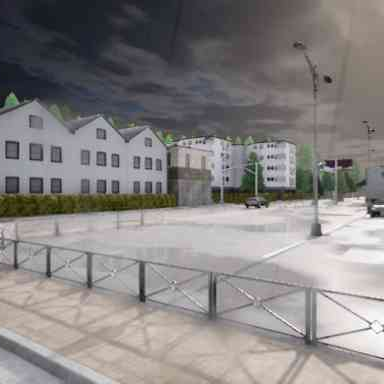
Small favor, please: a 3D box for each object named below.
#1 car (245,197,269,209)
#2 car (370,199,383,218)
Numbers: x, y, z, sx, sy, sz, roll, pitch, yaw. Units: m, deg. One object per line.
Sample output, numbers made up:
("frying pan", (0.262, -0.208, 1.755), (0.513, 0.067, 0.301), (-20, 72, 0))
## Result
("car", (8.559, 1.366, 43.413), (2.128, 1.511, 4.902), (0, 0, 33))
("car", (15.557, 1.308, 26.712), (2.007, 1.523, 4.514), (0, 0, 35))
